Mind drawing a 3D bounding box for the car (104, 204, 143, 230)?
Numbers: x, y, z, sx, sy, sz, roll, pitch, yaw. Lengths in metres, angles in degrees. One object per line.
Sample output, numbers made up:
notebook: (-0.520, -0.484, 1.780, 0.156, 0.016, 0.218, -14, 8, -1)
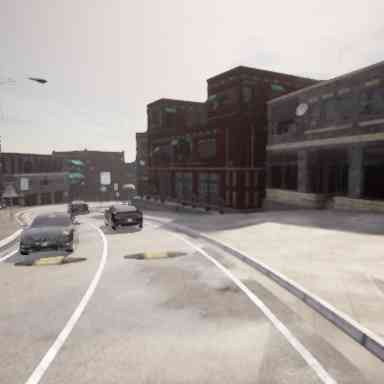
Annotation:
car: (-4.591, 1.533, 21.923, 1.882, 1.535, 5.008, -2, 0, -22)

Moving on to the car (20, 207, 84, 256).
car: (-5.772, 1.615, 13.942, 1.837, 1.490, 4.892, -1, 0, -15)

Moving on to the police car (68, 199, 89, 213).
police car: (-13.684, 1.716, 39.820, 1.930, 1.638, 5.238, -3, 0, -27)
